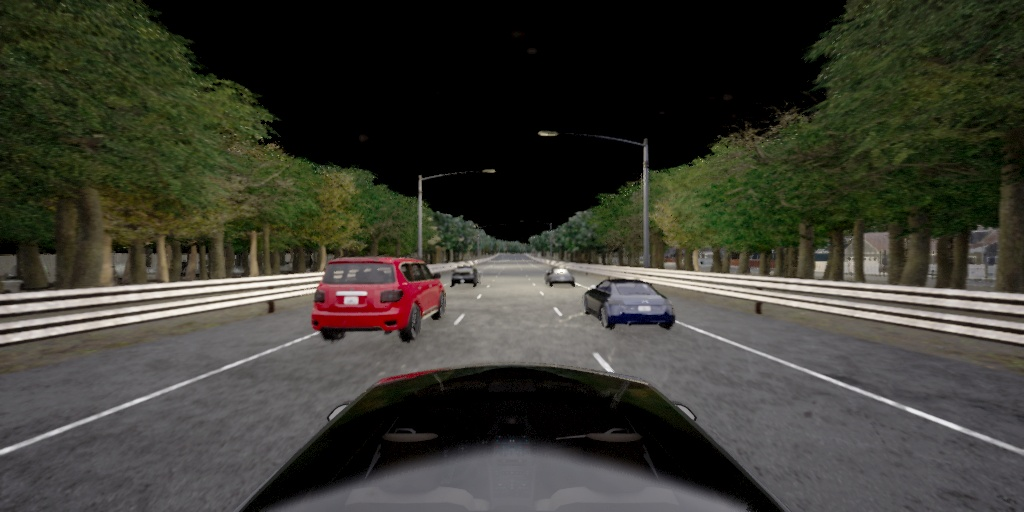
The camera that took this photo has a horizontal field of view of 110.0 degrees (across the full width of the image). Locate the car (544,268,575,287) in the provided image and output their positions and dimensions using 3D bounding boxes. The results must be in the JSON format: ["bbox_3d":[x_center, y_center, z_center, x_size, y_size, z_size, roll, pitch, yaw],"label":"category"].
[{"bbox_3d":[3.603,1.566,27.570,1.994,1.385,4.181,0,0,0],"label":"car"}]

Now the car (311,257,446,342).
[{"bbox_3d":[-3.400,1.064,10.270,2.150,2.045,5.566,0,-1,0],"label":"car"}]

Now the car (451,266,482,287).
[{"bbox_3d":[-3.397,1.503,27.016,1.837,1.490,4.892,0,0,0],"label":"car"}]

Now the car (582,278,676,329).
[{"bbox_3d":[3.600,1.421,11.747,1.994,1.385,4.181,0,-1,0],"label":"car"}]
